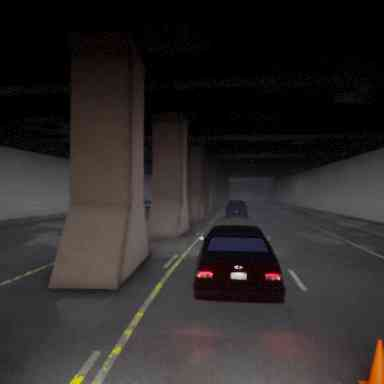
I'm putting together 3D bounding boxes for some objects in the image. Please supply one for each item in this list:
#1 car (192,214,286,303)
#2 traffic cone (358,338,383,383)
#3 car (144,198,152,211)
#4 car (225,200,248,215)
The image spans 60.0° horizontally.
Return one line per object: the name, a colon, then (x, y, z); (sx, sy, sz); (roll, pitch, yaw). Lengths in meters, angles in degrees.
car: (1.099, 1.550, 8.442); (2.033, 1.411, 5.357); (0, 0, 6)
traffic cone: (2.143, 1.967, 3.788); (0.340, 0.580, 0.340); (0, 0, -2)
car: (-5.780, 1.441, 37.130); (2.128, 1.511, 4.902); (0, 0, 8)
car: (4.110, 1.488, 30.654); (1.882, 1.535, 5.008); (0, 0, 8)
